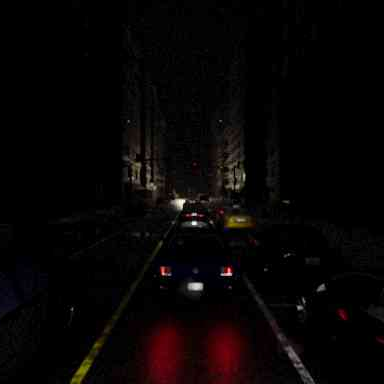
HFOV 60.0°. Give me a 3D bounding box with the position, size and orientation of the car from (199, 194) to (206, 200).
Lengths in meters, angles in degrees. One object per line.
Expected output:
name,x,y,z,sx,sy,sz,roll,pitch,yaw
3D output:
car,2.779,1.336,90.210,1.887,1.381,4.507,0,0,0

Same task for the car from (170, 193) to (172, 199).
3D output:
car,-5.290,1.408,62.959,1.887,1.381,4.507,0,0,0

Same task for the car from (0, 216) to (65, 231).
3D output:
car,-5.375,1.565,9.390,1.802,1.307,4.206,0,0,0

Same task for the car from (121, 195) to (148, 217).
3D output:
car,-5.340,1.251,31.041,2.192,1.841,5.009,0,0,0

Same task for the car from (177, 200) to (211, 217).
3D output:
car,0.132,1.466,20.755,1.837,1.490,4.892,0,0,0

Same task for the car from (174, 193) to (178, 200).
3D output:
car,-5.255,1.371,84.774,1.947,1.339,4.313,0,0,0

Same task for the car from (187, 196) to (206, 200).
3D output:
car,0.032,1.413,31.715,1.882,1.535,5.008,0,0,-1

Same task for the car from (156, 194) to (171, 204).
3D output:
car,-5.298,1.427,57.504,2.008,1.369,4.403,0,0,0

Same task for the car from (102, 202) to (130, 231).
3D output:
car,-5.357,1.511,20.216,2.008,1.369,4.403,0,0,0

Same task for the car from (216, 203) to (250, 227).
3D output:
car,2.668,1.486,20.364,1.752,1.417,4.829,0,0,0

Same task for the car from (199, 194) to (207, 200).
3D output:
car,2.770,1.246,84.755,1.967,1.590,4.097,0,0,0

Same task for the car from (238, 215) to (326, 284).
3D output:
car,2.651,1.550,9.368,1.947,1.339,4.313,0,0,0

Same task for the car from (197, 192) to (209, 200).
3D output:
car,2.753,1.276,73.846,1.967,1.590,4.097,0,0,0

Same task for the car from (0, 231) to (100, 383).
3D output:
car,-2.844,1.540,3.911,2.033,1.411,5.357,0,0,0

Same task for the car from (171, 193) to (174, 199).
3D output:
car,-5.281,1.375,68.242,1.752,1.417,4.829,0,0,0

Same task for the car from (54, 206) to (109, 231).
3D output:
car,-5.366,1.523,14.803,2.008,1.369,4.403,0,0,0

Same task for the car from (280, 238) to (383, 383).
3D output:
car,2.642,1.559,3.955,1.947,1.339,4.313,0,0,0

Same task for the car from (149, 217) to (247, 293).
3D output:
car,0.107,1.586,8.819,1.895,1.301,4.718,0,0,1
